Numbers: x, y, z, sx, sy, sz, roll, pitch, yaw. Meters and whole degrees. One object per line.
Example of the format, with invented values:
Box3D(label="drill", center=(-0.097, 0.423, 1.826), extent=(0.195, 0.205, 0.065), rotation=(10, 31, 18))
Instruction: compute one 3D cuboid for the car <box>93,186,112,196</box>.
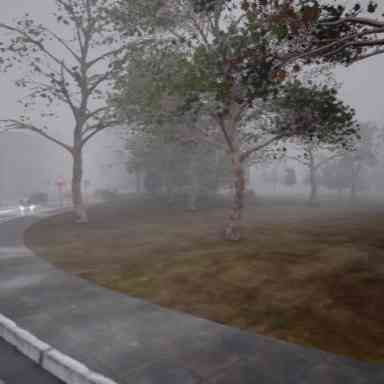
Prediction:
Box3D(label="car", center=(-16.691, 0.055, 61.033), extent=(2.033, 1.411, 5.357), rotation=(0, 2, -2))

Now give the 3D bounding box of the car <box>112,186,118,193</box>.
Box3D(label="car", center=(-17.129, -0.513, 71.435), extent=(1.882, 1.535, 5.008), rotation=(0, 2, -2))

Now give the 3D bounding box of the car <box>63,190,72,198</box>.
Box3D(label="car", center=(-19.719, 0.295, 54.703), extent=(1.994, 1.385, 4.181), rotation=(0, 2, -2))

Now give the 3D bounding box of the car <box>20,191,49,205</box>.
Box3D(label="car", center=(-19.139, 0.682, 40.528), extent=(2.128, 1.511, 4.902), rotation=(0, 2, -3))
